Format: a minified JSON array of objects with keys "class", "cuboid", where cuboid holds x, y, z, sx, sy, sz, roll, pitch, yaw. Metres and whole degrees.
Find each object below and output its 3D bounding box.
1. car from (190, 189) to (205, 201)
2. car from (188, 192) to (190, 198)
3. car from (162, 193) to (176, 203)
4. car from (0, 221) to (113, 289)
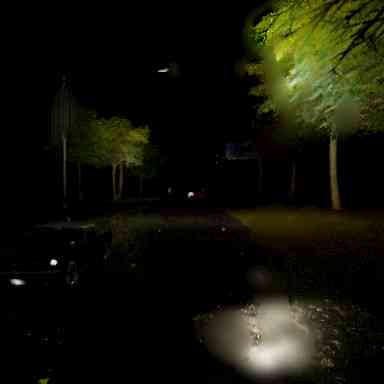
[{"class":"car","cuboid":[1.234,0.531,61.423,2.150,2.045,5.566,0,0,0]},{"class":"car","cuboid":[0.011,0.677,80.265,1.812,1.442,4.674,0,0,0]},{"class":"car","cuboid":[-3.557,0.914,52.622,2.033,1.411,5.357,0,1,0]},{"class":"car","cuboid":[-3.599,1.527,9.055,1.895,1.301,4.718,0,1,0]}]
